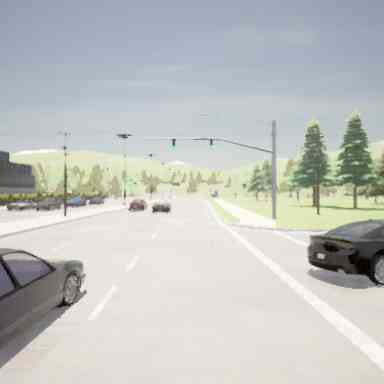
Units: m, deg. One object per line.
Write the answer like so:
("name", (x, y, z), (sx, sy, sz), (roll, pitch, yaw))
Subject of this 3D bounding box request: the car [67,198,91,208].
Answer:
("car", (-18.183, 1.619, 52.600), (1.882, 1.535, 5.008), (0, 0, 2))

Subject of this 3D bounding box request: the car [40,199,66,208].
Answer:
("car", (-21.698, 1.744, 52.061), (1.895, 1.301, 4.718), (0, 0, 2))

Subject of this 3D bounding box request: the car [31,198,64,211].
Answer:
("car", (-18.433, 1.624, 43.146), (1.837, 1.490, 4.892), (0, 0, 2))

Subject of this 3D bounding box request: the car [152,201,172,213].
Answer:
("car", (-3.442, 1.699, 38.816), (1.895, 1.301, 4.718), (0, 0, 1))

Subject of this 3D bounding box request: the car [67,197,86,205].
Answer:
("car", (-21.436, 1.730, 61.960), (1.994, 1.385, 4.181), (0, 0, 2))

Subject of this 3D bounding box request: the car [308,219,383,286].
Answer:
("car", (5.701, 1.498, 9.317), (5.008, 1.535, 1.882), (0, -3, -17))

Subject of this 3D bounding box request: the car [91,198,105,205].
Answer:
("car", (-17.916, 1.730, 62.664), (1.994, 1.385, 4.181), (0, 0, 2))

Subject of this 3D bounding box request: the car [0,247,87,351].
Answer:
("car", (-3.336, 1.562, 4.973), (2.033, 1.411, 5.357), (0, 0, 2))

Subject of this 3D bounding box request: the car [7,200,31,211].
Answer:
("car", (-21.934, 1.722, 43.171), (1.895, 1.301, 4.718), (0, 0, 2))

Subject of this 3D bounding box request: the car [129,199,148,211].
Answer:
("car", (-6.836, 1.636, 42.791), (1.812, 1.442, 4.674), (0, 0, 1))
